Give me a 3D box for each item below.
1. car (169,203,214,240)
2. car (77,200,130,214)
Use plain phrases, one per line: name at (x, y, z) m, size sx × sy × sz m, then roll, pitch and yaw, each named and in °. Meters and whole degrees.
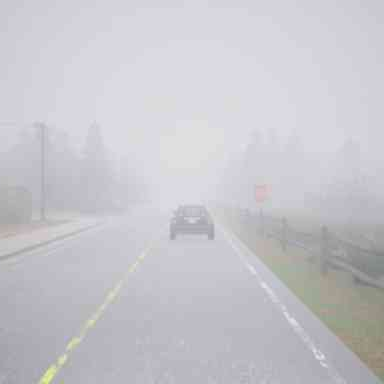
car at (0.008, 1.358, 17.243) m, size 2.097 × 1.767 × 4.553 m, roll 0°, pitch 0°, yaw 0°
car at (-9.283, 1.591, 35.221) m, size 5.357 × 1.411 × 2.033 m, roll 0°, pitch 0°, yaw -4°
